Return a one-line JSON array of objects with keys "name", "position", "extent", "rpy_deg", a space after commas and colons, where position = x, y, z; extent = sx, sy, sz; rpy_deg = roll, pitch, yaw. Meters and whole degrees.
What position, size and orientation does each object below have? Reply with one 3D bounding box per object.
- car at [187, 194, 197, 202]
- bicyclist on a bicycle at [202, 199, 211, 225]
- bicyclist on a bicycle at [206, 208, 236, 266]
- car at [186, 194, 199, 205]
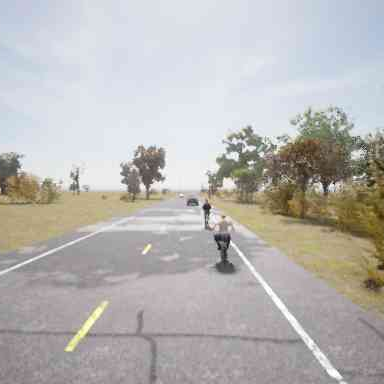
[{"name": "car", "position": [-0.014, 1.241, 73.539], "extent": [2.097, 1.767, 4.553], "rpy_deg": [0, 0, 0]}, {"name": "bicyclist on a bicycle", "position": [0.959, 1.337, 21.537], "extent": [0.659, 1.776, 1.843], "rpy_deg": [0, 0, 0]}, {"name": "bicyclist on a bicycle", "position": [0.979, 1.420, 10.519], "extent": [0.866, 1.612, 1.509], "rpy_deg": [0, 0, 0]}, {"name": "car", "position": [0.089, 1.419, 55.647], "extent": [1.837, 1.490, 4.892], "rpy_deg": [0, 0, 0]}]
